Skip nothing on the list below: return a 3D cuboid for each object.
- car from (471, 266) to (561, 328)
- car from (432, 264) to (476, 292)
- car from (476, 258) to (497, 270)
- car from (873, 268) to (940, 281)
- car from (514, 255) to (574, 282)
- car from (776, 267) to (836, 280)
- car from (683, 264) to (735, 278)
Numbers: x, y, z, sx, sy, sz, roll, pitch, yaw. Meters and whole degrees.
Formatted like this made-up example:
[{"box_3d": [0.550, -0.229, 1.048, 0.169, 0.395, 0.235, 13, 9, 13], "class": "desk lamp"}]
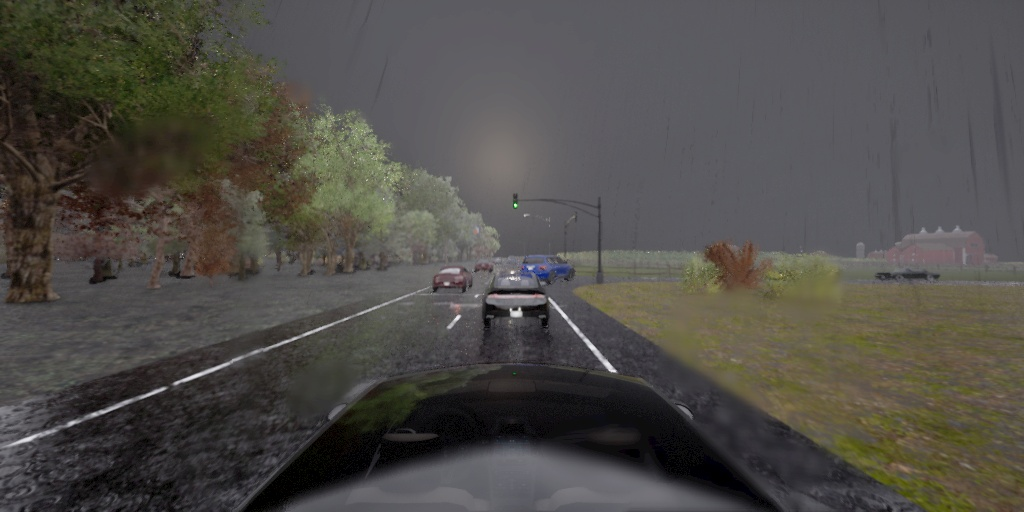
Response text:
[{"box_3d": [0.101, 1.238, 11.429, 2.128, 1.511, 4.902, 0, 0, 0], "class": "car"}, {"box_3d": [-3.399, 1.267, 20.983, 1.812, 1.442, 4.674, 0, 0, 0], "class": "car"}, {"box_3d": [-3.404, 1.079, 44.918, 2.097, 1.767, 4.553, 0, 0, 0], "class": "car"}, {"box_3d": [38.562, 1.805, 35.114, 4.718, 1.301, 1.895, 1, -1, 0], "class": "car"}, {"box_3d": [2.684, 0.962, 26.435, 2.150, 2.045, 5.566, -2, -1, 32], "class": "car"}, {"box_3d": [28.704, 1.698, 35.164, 4.718, 1.301, 1.895, 1, -1, 0], "class": "car"}, {"box_3d": [19.382, 1.500, 35.209, 4.892, 1.490, 1.837, 1, -1, 0], "class": "car"}]
